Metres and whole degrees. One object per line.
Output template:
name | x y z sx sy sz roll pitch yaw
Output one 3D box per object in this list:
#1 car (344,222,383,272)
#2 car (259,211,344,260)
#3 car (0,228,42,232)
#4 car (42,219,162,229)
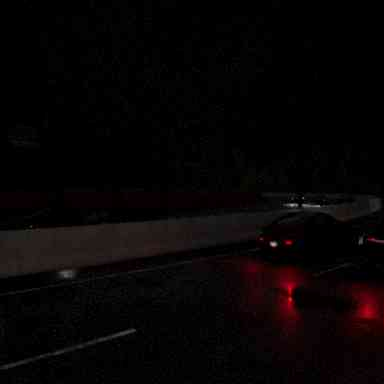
car | 6.509 1.381 9.342 4.902 1.511 2.128 -1 0 -42
car | 4.298 1.427 12.039 4.674 1.442 1.812 -1 0 -42
car | -6.927 1.551 16.443 5.357 1.411 2.033 -1 0 -38
car | -3.610 1.453 14.720 5.008 1.535 1.882 -1 1 -40
